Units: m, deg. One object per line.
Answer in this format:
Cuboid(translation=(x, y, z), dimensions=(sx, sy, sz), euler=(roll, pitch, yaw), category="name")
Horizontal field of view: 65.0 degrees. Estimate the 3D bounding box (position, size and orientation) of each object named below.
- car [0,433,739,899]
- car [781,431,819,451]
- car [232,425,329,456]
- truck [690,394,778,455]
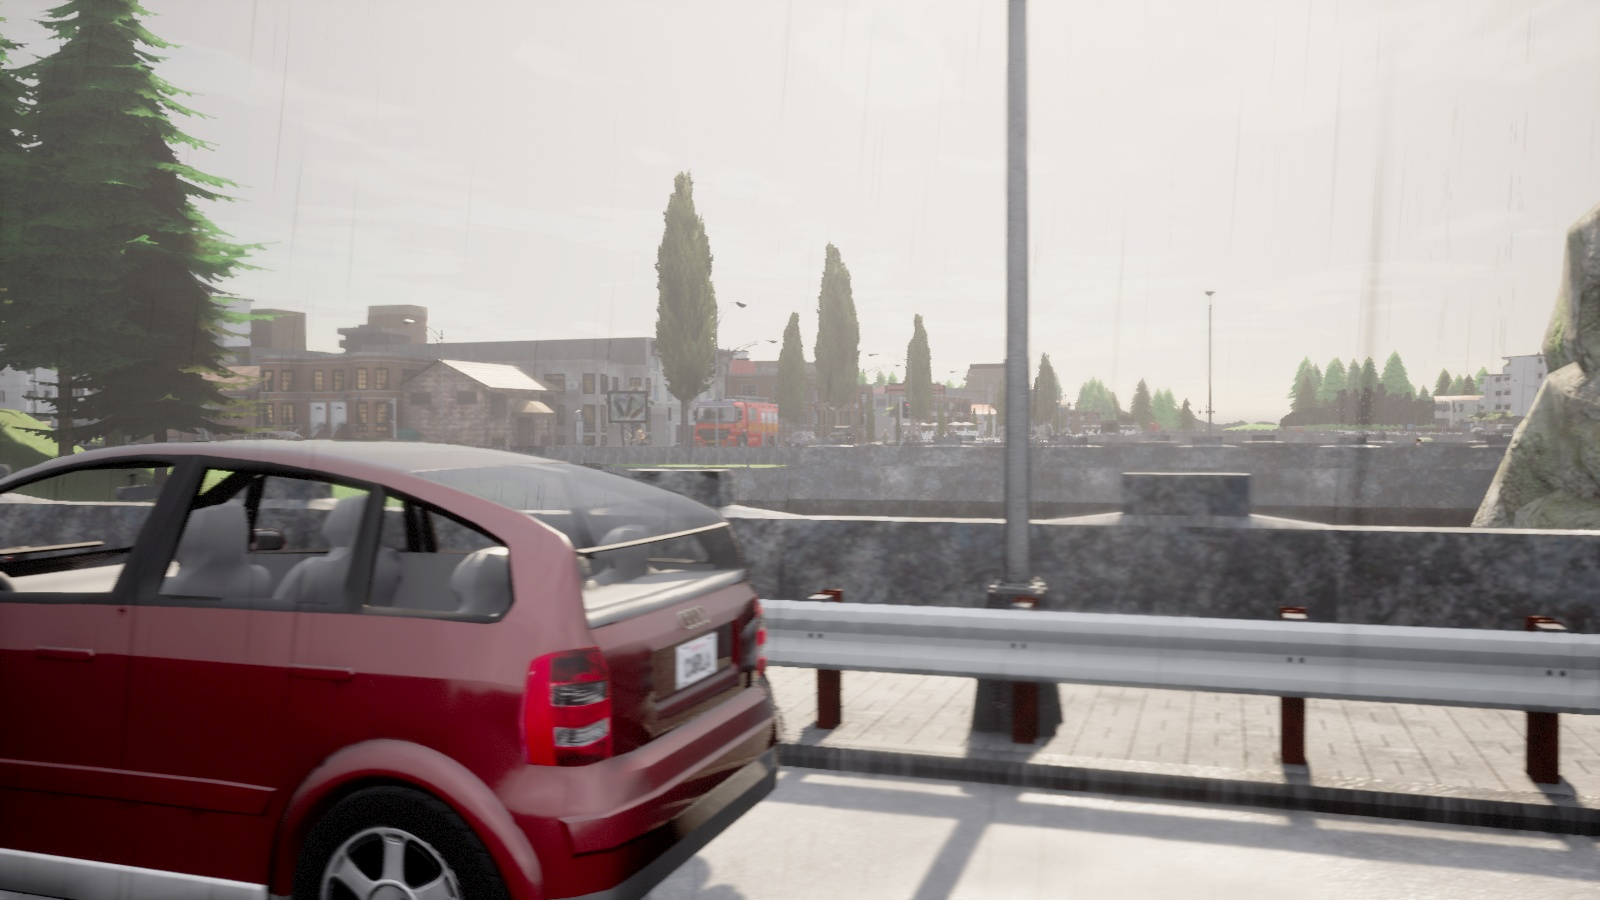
Cuboid(translation=(-2.276, 0.725, 4.488), dimensions=(3.705, 1.549, 1.789), euler=(1, 1, 19), category="car")
Cuboid(translation=(0.006, -0.697, 95.967), dimensions=(1.845, 1.501, 3.633), euler=(1, 1, 19), category="car")
Cuboid(translation=(-28.930, -0.559, 69.960), dimensions=(4.611, 1.667, 2.242), euler=(1, 1, 19), category="car")
Cuboid(translation=(-4.271, -1.688, 83.253), dimensions=(2.891, 3.827, 8.468), euler=(1, 1, 19), category="truck")
